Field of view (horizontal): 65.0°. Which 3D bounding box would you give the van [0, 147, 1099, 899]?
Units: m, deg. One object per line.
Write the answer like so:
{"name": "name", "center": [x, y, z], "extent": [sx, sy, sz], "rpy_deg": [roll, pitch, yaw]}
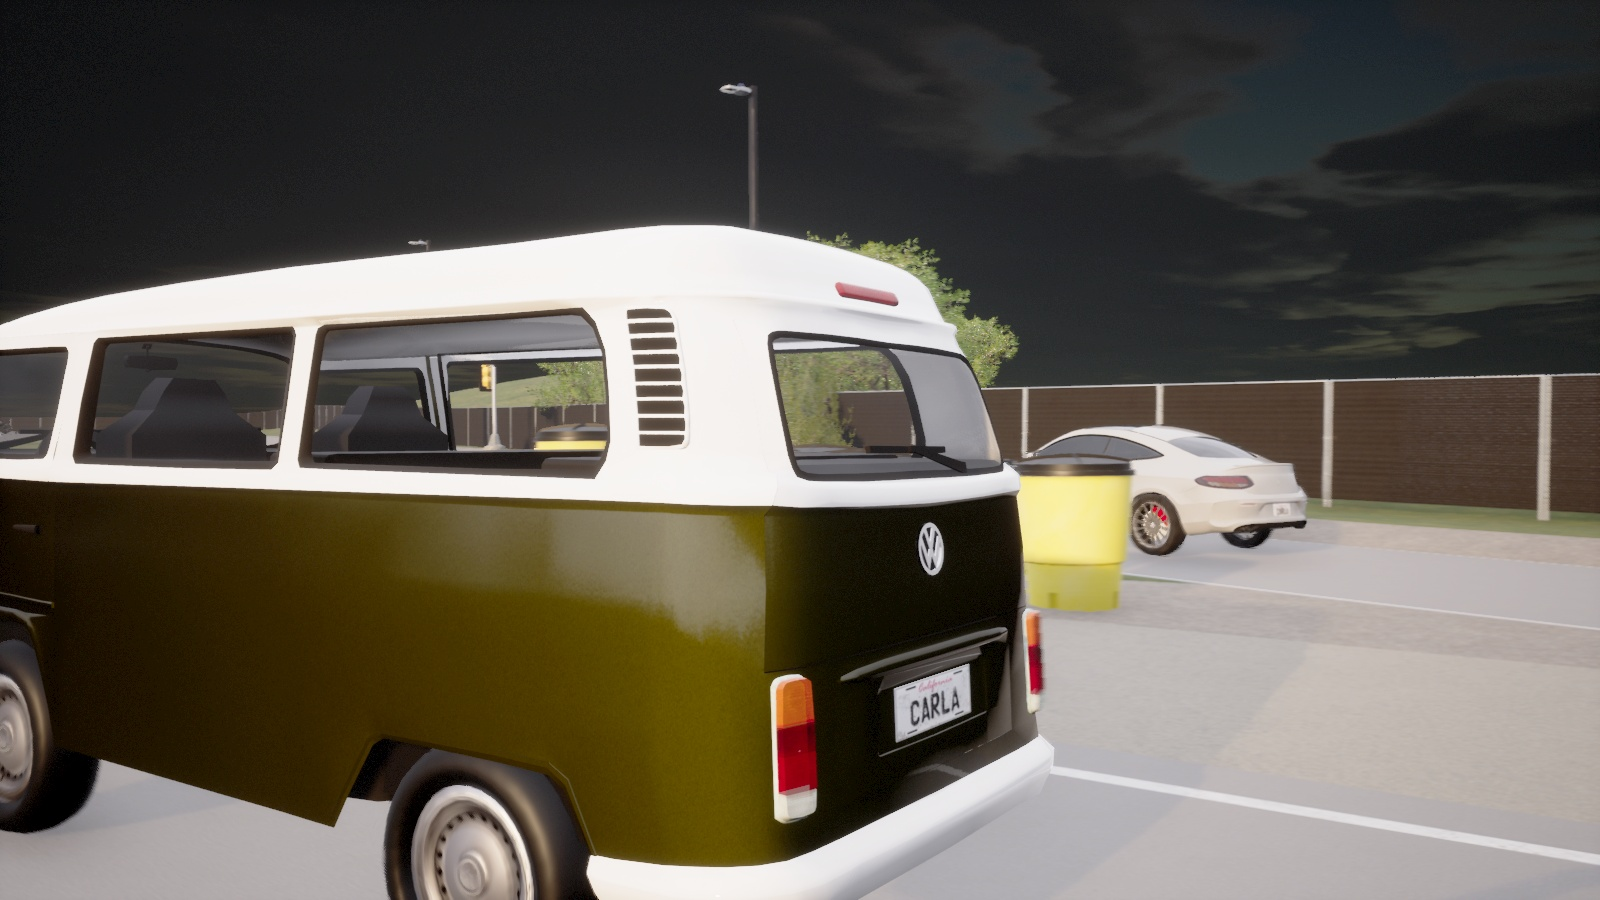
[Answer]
{"name": "van", "center": [-1.443, 0.407, 4.577], "extent": [4.480, 2.038, 2.069], "rpy_deg": [0, 1, 34]}

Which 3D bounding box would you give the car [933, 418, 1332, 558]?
{"name": "car", "center": [3.883, 0.349, 15.470], "extent": [1.812, 1.442, 4.674], "rpy_deg": [-2, 2, -35]}
